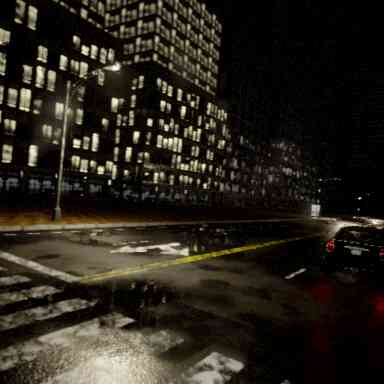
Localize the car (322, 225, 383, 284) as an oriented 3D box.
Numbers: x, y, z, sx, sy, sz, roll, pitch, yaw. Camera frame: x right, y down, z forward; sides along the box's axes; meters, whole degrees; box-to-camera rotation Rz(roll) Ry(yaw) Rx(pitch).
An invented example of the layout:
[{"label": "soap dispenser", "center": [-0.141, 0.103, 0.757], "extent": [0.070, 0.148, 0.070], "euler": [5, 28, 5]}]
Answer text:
[{"label": "car", "center": [6.378, 2.060, 12.298], "extent": [2.097, 1.767, 4.553], "euler": [5, 0, 34]}]
